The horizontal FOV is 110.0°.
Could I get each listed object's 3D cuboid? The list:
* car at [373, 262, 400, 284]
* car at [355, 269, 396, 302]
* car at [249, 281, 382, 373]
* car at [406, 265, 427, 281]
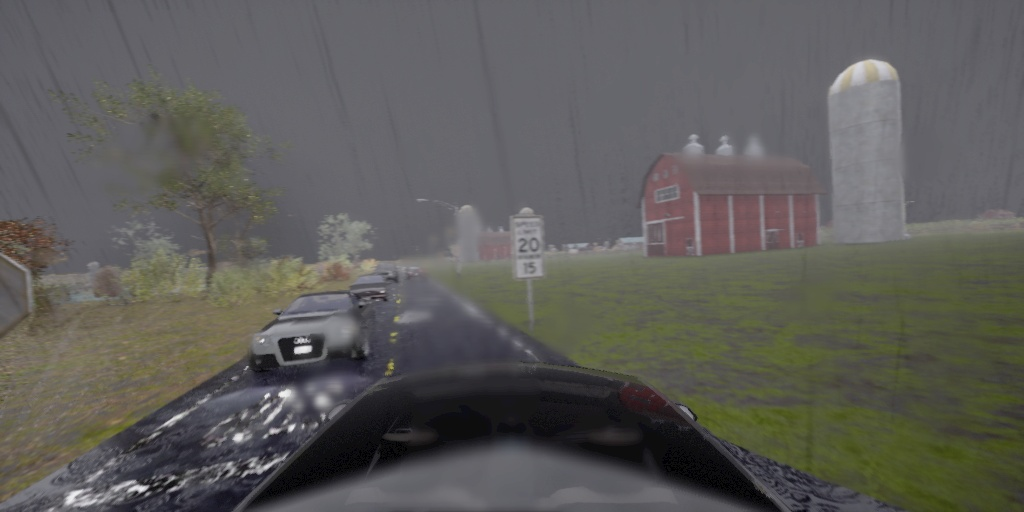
[{"bbox_3d":[-12.138,1.627,34.799,2.150,2.045,5.566,-3,0,-16],"label":"car"},{"bbox_3d":[-7.684,1.711,19.659,2.033,1.411,5.357,-3,0,-17],"label":"car"},{"bbox_3d":[-4.369,1.551,8.447,1.994,1.385,4.181,-3,0,-16],"label":"car"},{"bbox_3d":[-10.243,1.827,38.720,1.812,1.442,4.674,-3,0,-17],"label":"car"}]
